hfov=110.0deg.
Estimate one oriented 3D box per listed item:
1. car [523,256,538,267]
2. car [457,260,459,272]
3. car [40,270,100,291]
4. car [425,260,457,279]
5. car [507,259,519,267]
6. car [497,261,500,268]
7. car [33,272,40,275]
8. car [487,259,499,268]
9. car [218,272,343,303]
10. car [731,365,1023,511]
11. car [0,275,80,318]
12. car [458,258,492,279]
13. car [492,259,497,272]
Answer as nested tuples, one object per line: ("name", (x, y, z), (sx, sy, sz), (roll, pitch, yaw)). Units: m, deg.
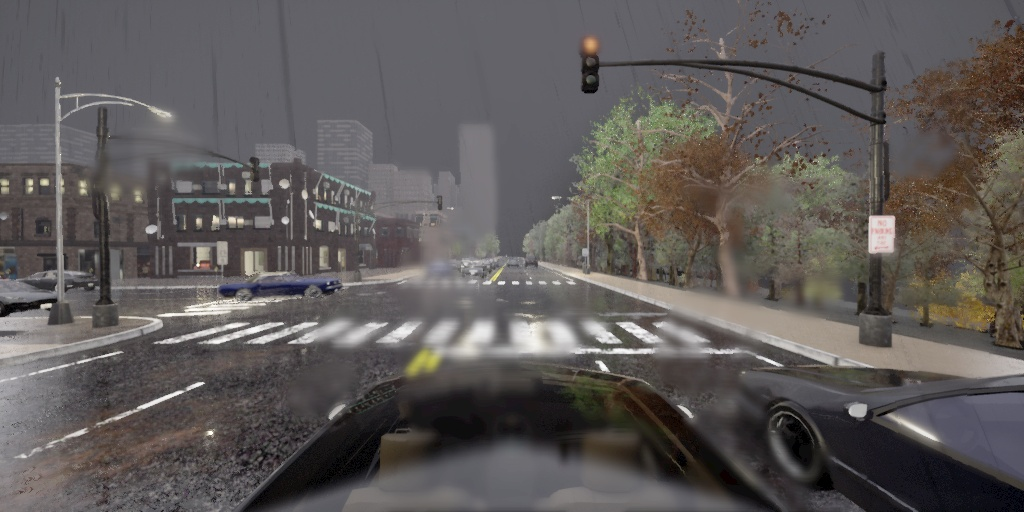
("car", (3.428, 0.932, 64.251), (2.150, 2.045, 5.566), (0, 0, 0))
("car", (-6.543, 1.231, 42.240), (1.837, 1.490, 4.892), (0, 0, 0))
("car", (-28.255, 1.555, 22.204), (4.403, 1.370, 2.007), (0, 0, 0))
("car", (-6.557, 1.258, 32.981), (1.812, 1.442, 4.674), (0, 0, 0))
("car", (0.182, 1.275, 64.552), (1.994, 1.385, 4.181), (0, 0, 0))
("car", (-3.278, 1.211, 51.776), (2.128, 1.511, 4.902), (0, 0, 0))
("car", (-25.407, 1.382, 16.399), (4.553, 1.767, 2.097), (-1, 1, 0))
("car", (-3.240, 1.238, 61.777), (1.812, 1.442, 4.674), (0, 0, 1))
("car", (-10.657, 1.407, 16.891), (4.718, 1.301, 1.895), (-2, 0, -8))
("car", (3.350, 1.298, 1.504), (2.033, 1.411, 5.357), (0, 0, 0))
("car", (-19.932, 1.562, 13.681), (4.313, 1.339, 1.948), (0, 0, 0))
("car", (-3.305, 1.224, 32.968), (2.128, 1.511, 4.902), (0, 0, 0))
("car", (-3.292, 1.218, 42.373), (2.128, 1.511, 4.902), (0, 0, 0))
